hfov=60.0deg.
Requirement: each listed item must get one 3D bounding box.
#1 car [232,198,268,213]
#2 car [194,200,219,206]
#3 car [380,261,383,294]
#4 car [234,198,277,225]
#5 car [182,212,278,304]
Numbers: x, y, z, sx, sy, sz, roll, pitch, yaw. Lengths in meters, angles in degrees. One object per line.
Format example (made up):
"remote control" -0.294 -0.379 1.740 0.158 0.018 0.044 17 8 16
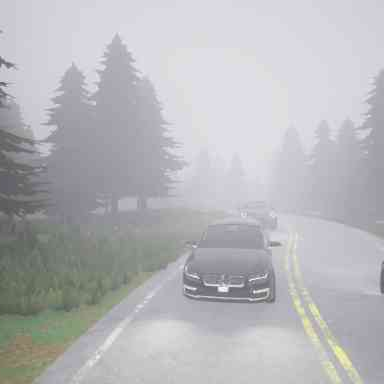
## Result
"car" 6.149 1.412 35.719 1.837 1.490 4.892 2 -1 -16
"car" 1.851 1.799 44.838 1.812 1.442 4.674 3 -5 -35
"car" 4.486 1.309 4.625 2.097 1.767 4.553 -1 0 8
"car" 3.845 1.271 20.346 2.097 1.767 4.553 -1 0 5
"car" 1.078 1.496 8.390 1.837 1.490 4.892 -1 0 12
